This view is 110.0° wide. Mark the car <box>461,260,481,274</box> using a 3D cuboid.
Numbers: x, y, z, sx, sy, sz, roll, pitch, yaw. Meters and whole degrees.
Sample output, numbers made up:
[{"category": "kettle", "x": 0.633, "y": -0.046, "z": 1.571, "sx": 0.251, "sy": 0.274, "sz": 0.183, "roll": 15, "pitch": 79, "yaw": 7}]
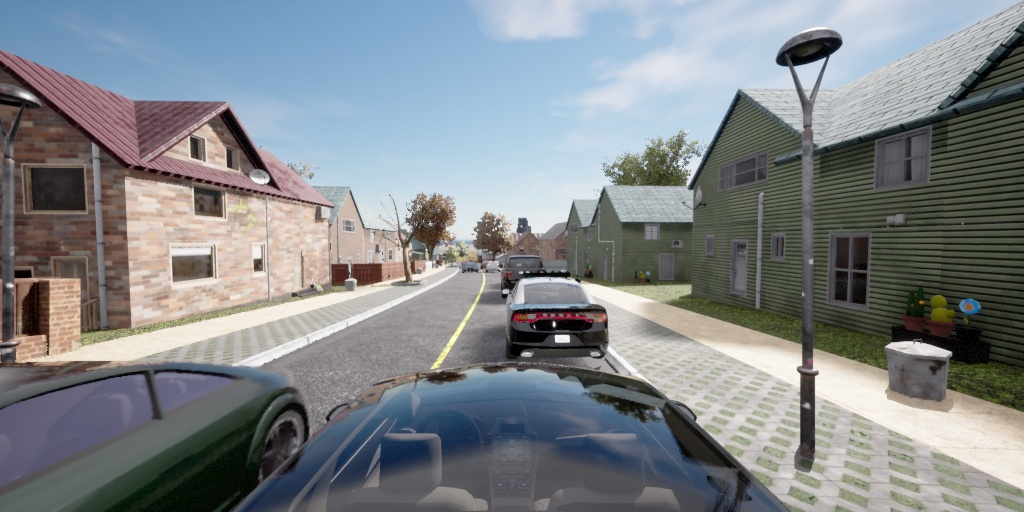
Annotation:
[{"category": "car", "x": -5.162, "y": 1.447, "z": 44.622, "sx": 1.994, "sy": 1.385, "sz": 4.181, "roll": 0, "pitch": 0, "yaw": -6}]

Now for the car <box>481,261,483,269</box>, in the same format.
[{"category": "car", "x": -4.421, "y": 1.508, "z": 61.482, "sx": 1.812, "sy": 1.442, "sz": 4.674, "roll": 0, "pitch": 0, "yaw": -9}]

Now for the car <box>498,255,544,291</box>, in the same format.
[{"category": "car", "x": 0.520, "y": 0.987, "z": 18.528, "sx": 2.150, "sy": 2.045, "sz": 5.566, "roll": 0, "pitch": 0, "yaw": -2}]

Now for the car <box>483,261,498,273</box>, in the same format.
[{"category": "car", "x": -2.540, "y": 1.410, "z": 47.603, "sx": 1.812, "sy": 1.442, "sz": 4.674, "roll": 0, "pitch": 0, "yaw": -6}]

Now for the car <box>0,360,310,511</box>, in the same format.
[{"category": "car", "x": -2.879, "y": 1.314, "z": 1.634, "sx": 1.994, "sy": 1.385, "sz": 4.181, "roll": 0, "pitch": 0, "yaw": 0}]

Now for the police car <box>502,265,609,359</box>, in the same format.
[{"category": "police car", "x": 0.799, "y": 1.174, "z": 8.547, "sx": 1.930, "sy": 1.638, "sz": 5.238, "roll": 0, "pitch": 0, "yaw": -1}]
